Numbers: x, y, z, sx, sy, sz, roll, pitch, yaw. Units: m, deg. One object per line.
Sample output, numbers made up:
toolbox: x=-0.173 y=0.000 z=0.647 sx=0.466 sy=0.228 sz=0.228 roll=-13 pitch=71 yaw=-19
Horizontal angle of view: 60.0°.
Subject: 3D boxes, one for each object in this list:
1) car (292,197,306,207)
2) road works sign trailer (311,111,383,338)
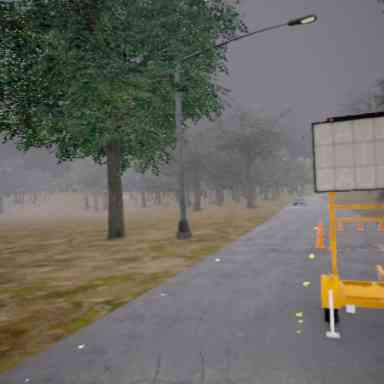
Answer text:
car: x=16.008 y=1.389 z=49.664 sx=2.033 sy=1.411 sz=5.357 roll=-3 pitch=-1 yaw=18
road works sign trailer: x=3.510 y=0.361 z=6.018 sx=2.380 sy=3.560 sz=2.880 roll=-3 pitch=-1 yaw=21
